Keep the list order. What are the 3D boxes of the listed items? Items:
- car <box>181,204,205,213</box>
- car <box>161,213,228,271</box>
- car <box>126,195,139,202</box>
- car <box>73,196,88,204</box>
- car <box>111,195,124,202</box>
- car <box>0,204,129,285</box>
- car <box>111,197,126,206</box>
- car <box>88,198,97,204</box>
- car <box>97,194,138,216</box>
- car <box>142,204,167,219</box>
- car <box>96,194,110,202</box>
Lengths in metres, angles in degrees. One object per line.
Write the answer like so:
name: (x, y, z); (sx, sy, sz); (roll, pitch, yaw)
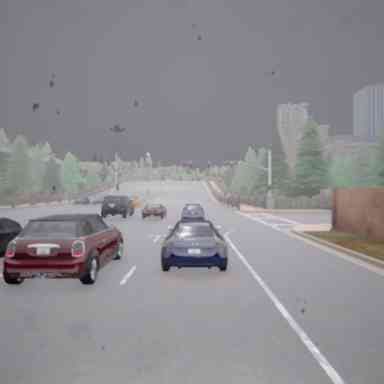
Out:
car: (0.081, 1.673, 27.387); (2.033, 1.411, 5.357); (0, 0, 0)
car: (0.074, 1.613, 11.121); (1.994, 1.385, 4.181); (0, -1, 0)
car: (-14.110, 1.516, 79.185); (2.128, 1.511, 4.902); (0, 2, 0)
car: (-21.034, 1.645, 63.579); (2.097, 1.767, 4.553); (0, 0, 0)
car: (-17.610, 1.524, 79.065); (2.128, 1.511, 4.902); (0, 2, 0)
car: (-3.434, 1.397, 9.823); (2.097, 1.767, 4.553); (0, 0, 0)
car: (-14.050, 1.795, 63.742); (1.837, 1.490, 4.892); (0, 0, 0)
car: (-17.533, 1.838, 63.633); (2.033, 1.411, 5.357); (0, 0, 0)
car: (-6.910, 1.366, 31.424); (2.150, 2.045, 5.566); (0, 0, 0)
car: (-3.412, 1.742, 30.837); (1.895, 1.301, 4.718); (0, 0, 0)
car: (-21.109, 1.350, 78.975); (2.097, 1.767, 4.553); (0, 2, 0)
